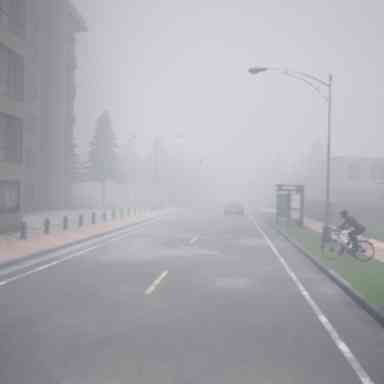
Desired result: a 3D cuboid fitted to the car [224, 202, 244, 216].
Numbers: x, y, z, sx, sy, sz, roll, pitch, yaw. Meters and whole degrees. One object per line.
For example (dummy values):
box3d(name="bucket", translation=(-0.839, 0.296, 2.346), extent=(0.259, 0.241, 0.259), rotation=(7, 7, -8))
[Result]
box3d(name="car", translation=(4.272, 1.665, 33.862), extent=(1.994, 1.385, 4.181), rotation=(1, 0, 7))

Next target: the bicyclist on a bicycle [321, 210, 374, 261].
box3d(name="bicyclist on a bicycle", translation=(5.048, 1.422, 10.752), extent=(1.656, 1.620, 0.582), rotation=(2, 0, 7))
